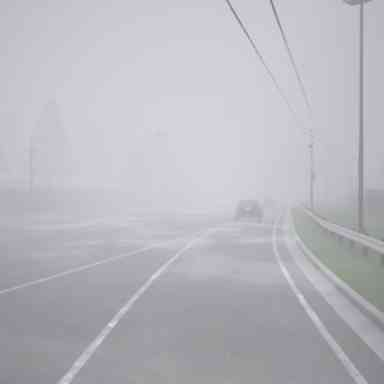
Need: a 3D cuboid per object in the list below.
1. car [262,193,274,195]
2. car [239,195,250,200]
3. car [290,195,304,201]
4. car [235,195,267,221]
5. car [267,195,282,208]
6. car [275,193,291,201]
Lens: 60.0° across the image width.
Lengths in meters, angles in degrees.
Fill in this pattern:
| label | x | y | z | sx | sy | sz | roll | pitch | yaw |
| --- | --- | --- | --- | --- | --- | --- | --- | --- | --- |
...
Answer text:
| label | x | y | z | sx | sy | sz | roll | pitch | yaw |
| --- | --- | --- | --- | --- | --- | --- | --- | --- | --- |
| car | 21.263 | 1.291 | 90.288 | 2.150 | 2.045 | 5.566 | 0 | 0 | 23 |
| car | 14.802 | 1.518 | 92.984 | 1.882 | 1.535 | 5.008 | 0 | 0 | 23 |
| car | 27.861 | 1.644 | 87.922 | 1.994 | 1.385 | 4.181 | 0 | 0 | 23 |
| car | 4.862 | 1.368 | 27.772 | 2.097 | 1.767 | 4.553 | 0 | 0 | 14 |
| car | 11.279 | 1.586 | 48.056 | 2.033 | 1.411 | 5.357 | 0 | 0 | 21 |
| car | 24.487 | 1.303 | 88.927 | 2.150 | 2.045 | 5.566 | 0 | 0 | 23 |
